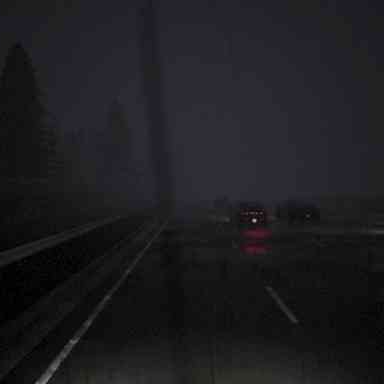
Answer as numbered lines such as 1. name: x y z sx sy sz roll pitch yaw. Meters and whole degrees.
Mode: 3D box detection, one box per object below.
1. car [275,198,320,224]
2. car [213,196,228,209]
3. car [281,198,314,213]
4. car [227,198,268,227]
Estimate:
1. car: 7.096 1.306 22.801 1.882 1.535 5.008 0 0 0
2. car: 3.593 1.171 40.653 1.882 1.535 5.008 0 1 0
3. car: 10.594 1.309 33.780 1.994 1.385 4.181 0 0 0
4. car: 3.597 1.344 21.534 1.837 1.490 4.892 0 1 0
